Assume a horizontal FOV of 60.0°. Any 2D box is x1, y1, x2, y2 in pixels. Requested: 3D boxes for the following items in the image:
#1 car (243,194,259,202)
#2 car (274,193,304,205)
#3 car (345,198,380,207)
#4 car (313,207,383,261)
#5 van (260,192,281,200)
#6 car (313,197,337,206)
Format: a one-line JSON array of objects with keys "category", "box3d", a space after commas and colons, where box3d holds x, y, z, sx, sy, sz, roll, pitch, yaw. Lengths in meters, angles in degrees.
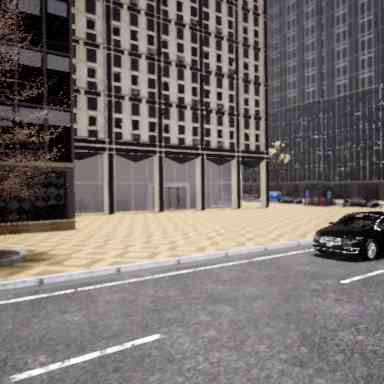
[{"category": "car", "box3d": [10.180, 1.086, 65.562, 2.128, 1.511, 4.902, -1, 1, -34]}, {"category": "car", "box3d": [15.671, 1.307, 52.785, 1.947, 1.339, 4.313, -1, 1, -35]}, {"category": "car", "box3d": [22.052, 1.399, 43.376, 1.947, 1.339, 4.313, -1, 1, -35]}, {"category": "car", "box3d": [6.482, 1.499, 12.340, 4.892, 1.490, 1.837, 0, 0, -36]}, {"category": "van", "box3d": [16.177, 0.846, 66.925, 1.690, 1.788, 3.998, -1, 1, -35]}, {"category": "car", "box3d": [18.845, 1.369, 48.070, 1.802, 1.307, 4.206, -1, 1, -35]}]
